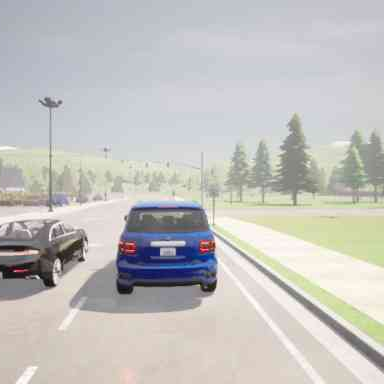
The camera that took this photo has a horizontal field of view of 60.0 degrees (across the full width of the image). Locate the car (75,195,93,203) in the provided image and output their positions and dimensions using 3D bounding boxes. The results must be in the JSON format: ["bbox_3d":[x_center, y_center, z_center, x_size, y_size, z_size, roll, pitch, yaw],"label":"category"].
[{"bbox_3d":[-22.101,1.508,67.250,2.128,1.511,4.902,0,0,-5],"label":"car"}]

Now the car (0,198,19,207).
[{"bbox_3d":[-27.830,1.587,51.518,1.895,1.301,4.718,0,0,-5],"label":"car"}]

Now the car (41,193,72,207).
[{"bbox_3d":[-20.775,1.211,51.355,2.150,2.045,5.566,0,0,-5],"label":"car"}]

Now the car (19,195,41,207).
[{"bbox_3d":[-24.292,1.339,51.441,2.097,1.767,4.553,0,0,-5],"label":"car"}]

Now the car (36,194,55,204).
[{"bbox_3d":[-29.004,1.338,65.824,2.097,1.767,4.553,0,0,-5],"label":"car"}]

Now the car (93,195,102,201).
[{"bbox_3d":[-23.415,1.503,82.373,1.812,1.442,4.674,0,0,-5],"label":"car"}]

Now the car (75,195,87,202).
[{"bbox_3d":[-26.748,1.479,80.295,1.837,1.490,4.892,0,0,-5],"label":"car"}]

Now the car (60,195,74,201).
[{"bbox_3d":[-30.281,1.479,80.519,1.837,1.490,4.892,0,0,-5],"label":"car"}]

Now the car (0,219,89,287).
[{"bbox_3d":[-4.218,1.489,9.212,2.128,1.511,4.902,0,0,-5],"label":"car"}]

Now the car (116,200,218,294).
[{"bbox_3d":[-0.684,1.220,8.967,2.150,2.045,5.566,0,0,-5],"label":"car"}]
